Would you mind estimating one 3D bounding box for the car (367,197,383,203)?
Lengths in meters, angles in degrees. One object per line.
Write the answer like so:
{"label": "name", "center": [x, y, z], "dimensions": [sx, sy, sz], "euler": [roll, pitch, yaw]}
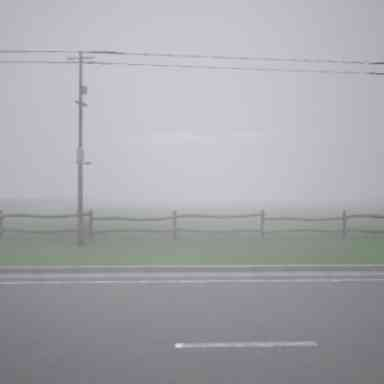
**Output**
{"label": "car", "center": [39.797, 1.697, 71.784], "dimensions": [1.895, 1.301, 4.718], "euler": [0, 0, -2]}
